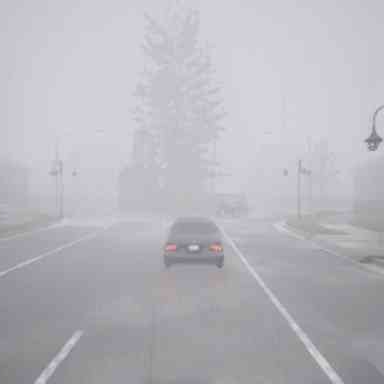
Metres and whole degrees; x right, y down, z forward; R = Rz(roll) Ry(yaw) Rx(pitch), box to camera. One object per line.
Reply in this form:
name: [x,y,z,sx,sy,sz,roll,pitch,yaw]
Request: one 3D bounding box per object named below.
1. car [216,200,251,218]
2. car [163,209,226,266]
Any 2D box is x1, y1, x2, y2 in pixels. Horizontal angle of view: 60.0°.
car: [3.865,1.520,30.678,1.837,1.490,4.892,-1,-1,31]
car: [0.067,1.553,11.471,2.033,1.411,5.357,0,0,0]
